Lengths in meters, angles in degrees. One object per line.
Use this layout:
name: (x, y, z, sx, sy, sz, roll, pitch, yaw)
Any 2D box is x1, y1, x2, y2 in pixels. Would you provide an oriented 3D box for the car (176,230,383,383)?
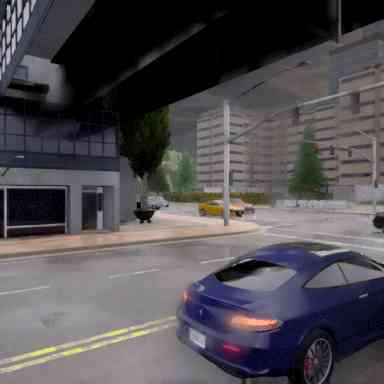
car: (1.947, 1.526, 5.185, 4.674, 1.442, 1.812, 0, 0, -35)

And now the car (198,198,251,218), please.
car: (2.540, 1.478, 29.618, 1.882, 1.535, 5.008, 0, 1, -36)

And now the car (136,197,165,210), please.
car: (-5.609, 1.562, 40.906, 1.994, 1.385, 4.181, 0, 0, -36)

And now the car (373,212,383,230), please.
car: (11.876, 1.505, 16.870, 1.837, 1.490, 4.892, 0, 0, -36)

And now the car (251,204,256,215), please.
car: (4.199, 1.353, 33.295, 2.097, 1.767, 4.553, 0, 0, -36)

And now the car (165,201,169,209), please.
car: (-4.947, 1.491, 45.975, 2.128, 1.511, 4.902, 0, 0, -36)
